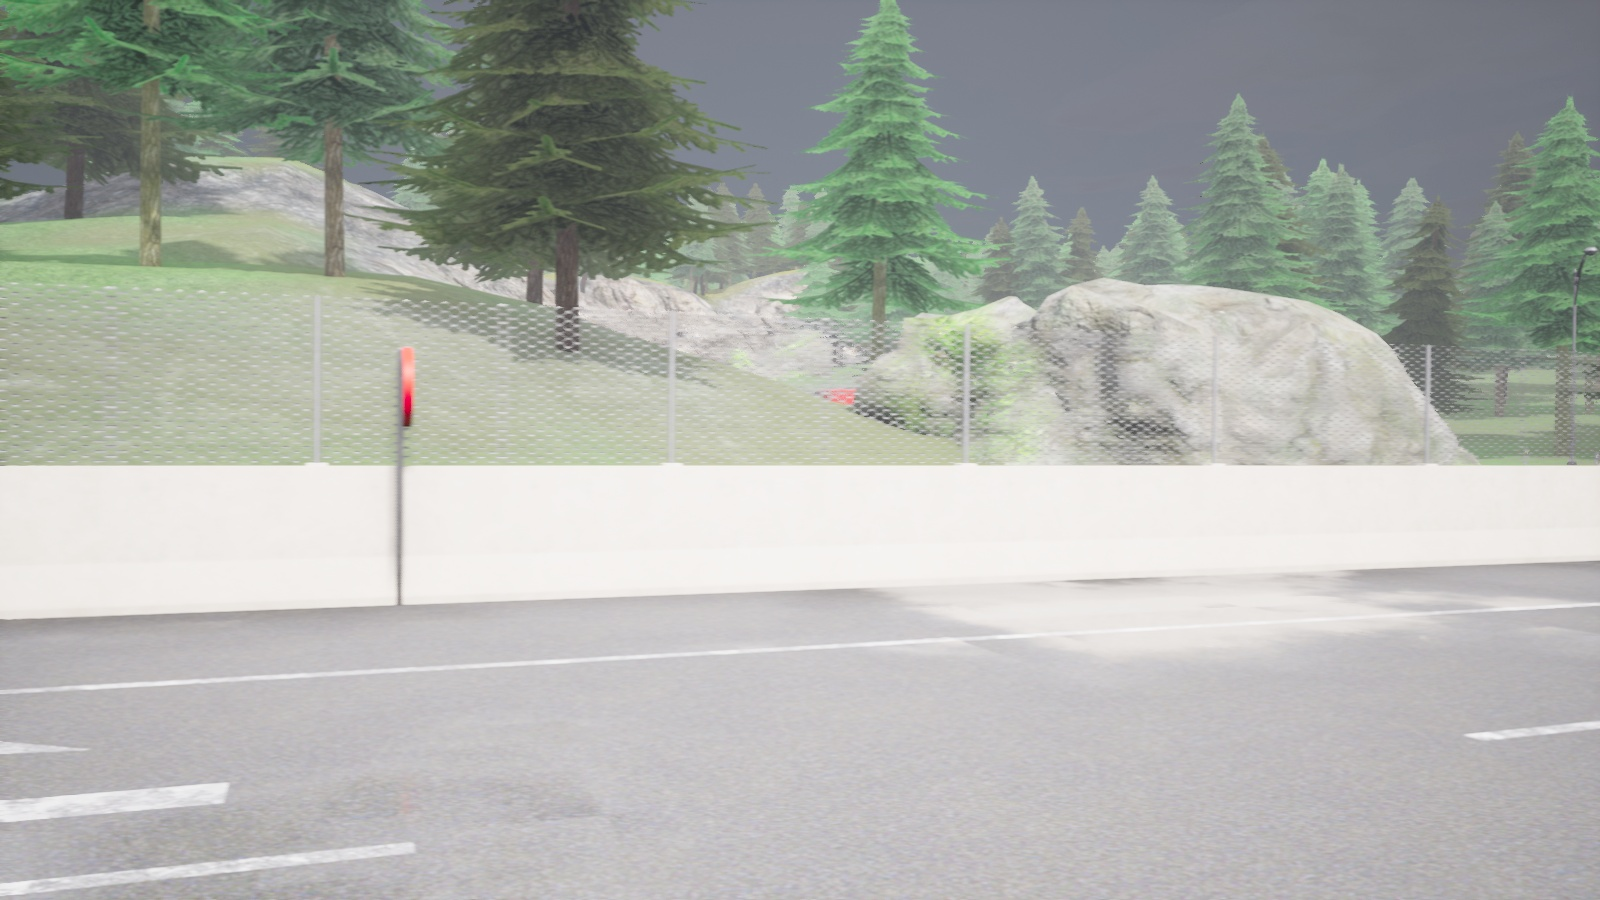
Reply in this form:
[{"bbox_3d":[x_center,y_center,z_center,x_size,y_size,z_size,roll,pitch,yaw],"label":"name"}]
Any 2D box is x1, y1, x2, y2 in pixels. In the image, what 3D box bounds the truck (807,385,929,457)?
[{"bbox_3d":[3.318,-1.566,64.335,2.891,3.462,7.936,-1,3,-24],"label":"truck"}]
